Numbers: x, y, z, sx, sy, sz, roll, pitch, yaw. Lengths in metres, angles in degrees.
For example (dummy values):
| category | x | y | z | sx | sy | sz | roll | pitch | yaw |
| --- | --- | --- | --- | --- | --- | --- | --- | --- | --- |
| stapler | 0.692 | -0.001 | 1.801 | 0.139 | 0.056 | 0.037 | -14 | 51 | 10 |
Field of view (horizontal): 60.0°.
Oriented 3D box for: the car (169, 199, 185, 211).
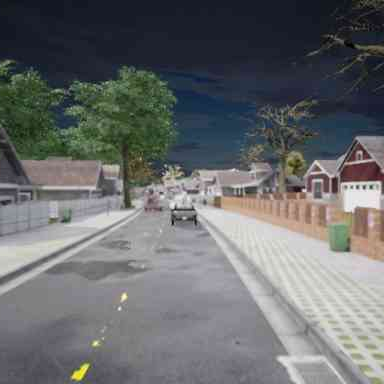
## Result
| category | x | y | z | sx | sy | sz | roll | pitch | yaw |
| --- | --- | --- | --- | --- | --- | --- | --- | --- | --- |
| car | -1.907 | 1.600 | 42.250 | 1.812 | 1.442 | 4.674 | 0 | 0 | -5 |

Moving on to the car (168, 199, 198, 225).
| category | x | y | z | sx | sy | sz | roll | pitch | yaw |
| --- | --- | --- | --- | --- | --- | --- | --- | --- | --- |
| car | -0.615 | 1.528 | 24.372 | 2.128 | 1.511 | 4.902 | 0 | 0 | -3 |

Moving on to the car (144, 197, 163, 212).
| category | x | y | z | sx | sy | sz | roll | pitch | yaw |
| --- | --- | --- | --- | --- | --- | --- | --- | --- | --- |
| car | -4.567 | 1.425 | 39.717 | 2.097 | 1.767 | 4.553 | 0 | 0 | -4 |
